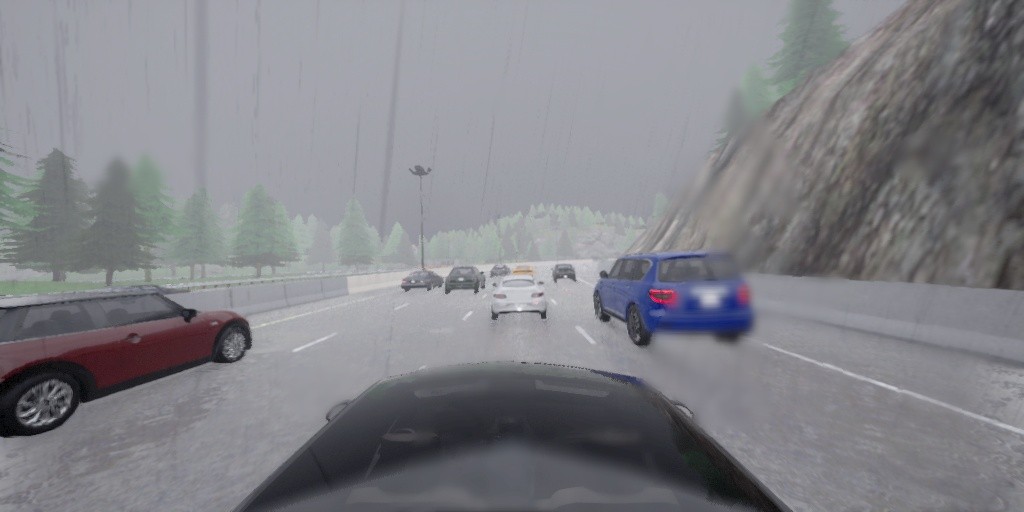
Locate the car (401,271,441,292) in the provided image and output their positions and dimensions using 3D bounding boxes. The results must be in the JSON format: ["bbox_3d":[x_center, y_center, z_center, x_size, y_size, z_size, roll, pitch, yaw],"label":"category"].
[{"bbox_3d":[-6.385,1.775,26.148,2.033,1.411,5.357,-2,-1,3],"label":"car"}]

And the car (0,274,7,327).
[{"bbox_3d":[-20.960,1.752,11.323,2.150,2.045,5.566,-2,-1,0],"label":"car"}]

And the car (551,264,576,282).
[{"bbox_3d":[4.526,1.441,31.473,1.837,1.490,4.892,-2,-1,5],"label":"car"}]

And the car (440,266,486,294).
[{"bbox_3d":[-2.985,1.443,23.758,2.097,1.767,4.553,-2,-1,3],"label":"car"}]

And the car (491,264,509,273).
[{"bbox_3d":[-1.254,1.734,42.221,2.128,1.511,4.902,-2,-1,8],"label":"car"}]

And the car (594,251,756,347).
[{"bbox_3d":[3.703,0.937,9.336,2.150,2.045,5.566,-2,-1,0],"label":"car"}]

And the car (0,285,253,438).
[{"bbox_3d":[-6.805,1.369,6.064,2.097,1.767,4.553,-2,-1,0],"label":"car"}]

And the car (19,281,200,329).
[{"bbox_3d":[-17.406,2.017,16.100,2.033,1.411,5.357,-2,-1,1],"label":"car"}]

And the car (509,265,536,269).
[{"bbox_3d":[1.144,1.538,32.856,1.882,1.535,5.008,-2,-1,5],"label":"car"}]

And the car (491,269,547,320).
[{"bbox_3d":[0.241,1.396,13.275,1.812,1.442,4.674,-2,-1,0],"label":"car"}]
